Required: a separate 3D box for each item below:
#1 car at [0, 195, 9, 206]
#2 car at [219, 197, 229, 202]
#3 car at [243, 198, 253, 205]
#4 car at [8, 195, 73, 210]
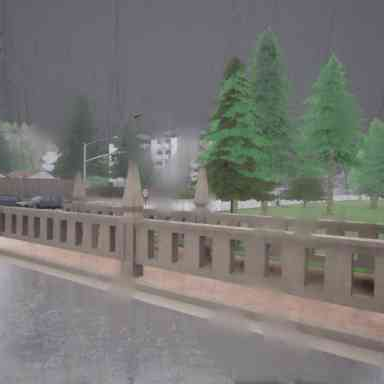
[{"bbox_3d":[-17.843,0.973,31.726,2.033,1.411,5.357,1,1,37],"label":"car"},{"bbox_3d":[6.253,1.179,51.747,1.895,1.301,4.718,1,1,38],"label":"car"},{"bbox_3d":[9.150,1.135,49.770,2.128,1.511,4.902,1,1,38],"label":"car"},{"bbox_3d":[-13.788,1.041,31.266,2.033,1.411,5.357,1,1,38],"label":"car"}]
